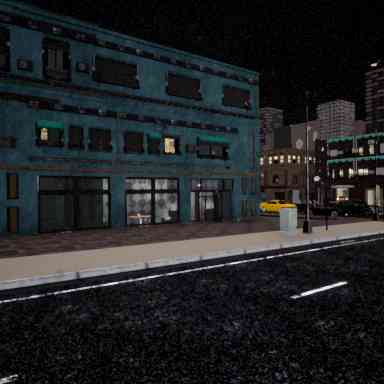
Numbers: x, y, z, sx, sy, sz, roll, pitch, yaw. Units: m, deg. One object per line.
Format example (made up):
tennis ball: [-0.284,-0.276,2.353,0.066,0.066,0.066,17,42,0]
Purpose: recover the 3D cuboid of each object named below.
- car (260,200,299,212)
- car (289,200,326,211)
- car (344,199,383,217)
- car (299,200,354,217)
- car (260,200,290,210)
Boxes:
car: [10.868,1.793,42.124,1.882,1.535,5.008,-1,0,-35]
car: [15.643,1.807,45.387,2.008,1.369,4.403,-2,0,-35]
car: [16.776,1.550,33.715,2.097,1.767,4.553,-1,0,-34]
car: [13.531,1.812,33.664,1.947,1.339,4.313,-1,0,-35]
car: [12.443,1.901,49.903,1.802,1.307,4.206,-2,0,-35]
